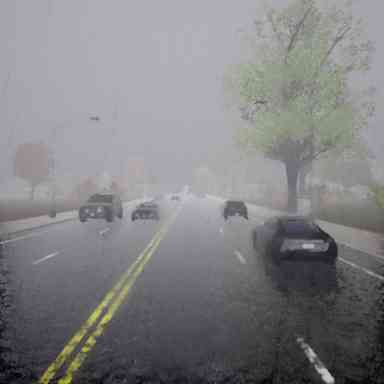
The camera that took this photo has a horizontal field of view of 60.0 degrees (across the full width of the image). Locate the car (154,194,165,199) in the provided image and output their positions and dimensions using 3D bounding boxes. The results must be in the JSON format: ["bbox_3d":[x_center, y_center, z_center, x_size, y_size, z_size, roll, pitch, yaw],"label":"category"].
[{"bbox_3d":[-6.580,1.156,67.349,1.837,1.490,4.892,0,1,0],"label":"car"}]

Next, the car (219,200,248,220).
[{"bbox_3d":[3.378,1.389,27.247,1.837,1.490,4.892,0,0,0],"label":"car"}]

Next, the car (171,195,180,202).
[{"bbox_3d":[-3.329,1.257,67.343,1.895,1.301,4.718,0,0,0],"label":"car"}]

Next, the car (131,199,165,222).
[{"bbox_3d":[-3.322,1.455,25.070,1.994,1.385,4.181,0,0,0],"label":"car"}]

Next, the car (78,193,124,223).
[{"bbox_3d":[-6.573,1.111,24.711,2.150,2.045,5.566,0,0,0],"label":"car"}]

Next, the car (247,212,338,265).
[{"bbox_3d":[3.359,1.518,11.576,1.994,1.385,4.181,0,0,0],"label":"car"}]
